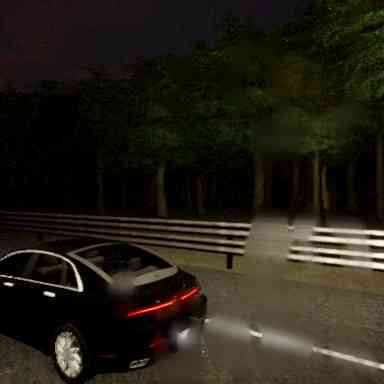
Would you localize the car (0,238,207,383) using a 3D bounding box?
[{"bbox_3d":[-2.070,1.535,5.445,4.892,1.490,1.837,-1,-1,35],"label":"car"}]
